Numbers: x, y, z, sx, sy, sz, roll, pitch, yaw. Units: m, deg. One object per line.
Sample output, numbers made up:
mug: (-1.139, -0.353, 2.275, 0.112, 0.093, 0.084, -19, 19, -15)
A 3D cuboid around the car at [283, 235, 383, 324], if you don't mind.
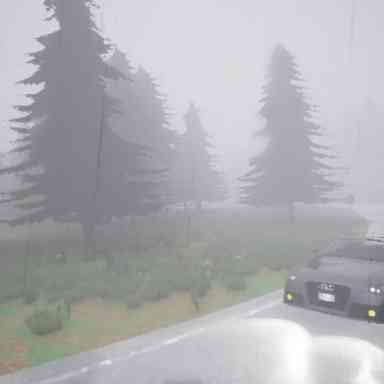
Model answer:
car: (3.718, 1.683, 7.298, 1.994, 1.385, 4.181, -2, -2, 43)
